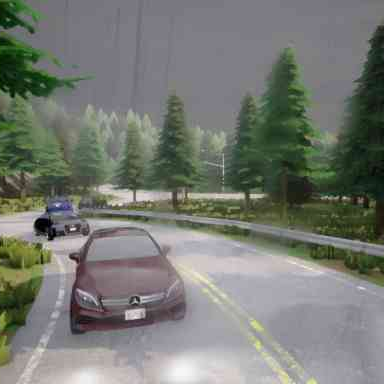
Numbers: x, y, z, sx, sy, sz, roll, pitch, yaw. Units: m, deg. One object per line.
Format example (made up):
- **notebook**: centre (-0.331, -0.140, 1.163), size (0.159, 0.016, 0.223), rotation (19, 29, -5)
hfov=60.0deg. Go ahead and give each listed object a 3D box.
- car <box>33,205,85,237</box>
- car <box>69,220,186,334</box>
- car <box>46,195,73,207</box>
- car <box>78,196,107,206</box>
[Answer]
- **car**: centre (-7.031, 1.664, 17.757), size (1.994, 1.385, 4.181), rotation (-4, 2, -38)
- **car**: centre (-1.512, 1.523, 7.052), size (1.812, 1.442, 4.674), rotation (-2, 0, -17)
- **car**: centre (-12.820, 1.326, 32.221), size (2.150, 2.045, 5.566), rotation (-1, 0, -18)
- **car**: centre (-12.663, 1.289, 42.807), size (2.097, 1.767, 4.553), rotation (2, 2, 13)
